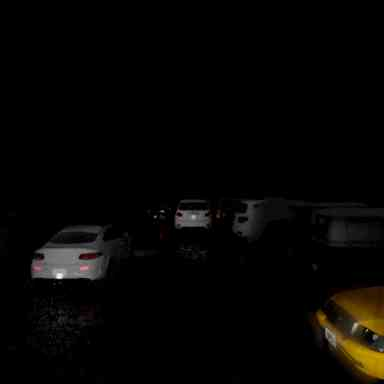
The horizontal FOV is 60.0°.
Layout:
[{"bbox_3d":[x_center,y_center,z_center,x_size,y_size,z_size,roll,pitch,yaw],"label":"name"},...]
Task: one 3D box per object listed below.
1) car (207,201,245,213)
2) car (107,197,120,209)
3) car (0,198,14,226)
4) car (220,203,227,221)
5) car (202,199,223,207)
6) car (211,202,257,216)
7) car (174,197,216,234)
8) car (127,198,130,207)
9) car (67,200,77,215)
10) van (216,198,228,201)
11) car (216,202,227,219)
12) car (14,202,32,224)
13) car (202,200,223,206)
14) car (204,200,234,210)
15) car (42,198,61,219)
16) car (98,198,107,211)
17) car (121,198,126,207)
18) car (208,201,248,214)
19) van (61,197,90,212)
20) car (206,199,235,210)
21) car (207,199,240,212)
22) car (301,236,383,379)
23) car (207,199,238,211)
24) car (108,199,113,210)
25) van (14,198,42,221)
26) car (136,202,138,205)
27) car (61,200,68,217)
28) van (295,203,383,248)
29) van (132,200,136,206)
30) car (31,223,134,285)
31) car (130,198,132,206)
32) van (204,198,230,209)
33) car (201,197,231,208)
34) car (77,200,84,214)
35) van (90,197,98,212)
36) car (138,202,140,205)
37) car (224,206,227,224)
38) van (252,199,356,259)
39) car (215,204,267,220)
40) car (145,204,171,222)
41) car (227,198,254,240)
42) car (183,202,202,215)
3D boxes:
[{"bbox_3d":[4.591,2.025,45.631,4.892,1.521,2.231,0,-1,0],"label":"car"},{"bbox_3d":[-15.557,1.927,55.509,5.566,2.045,2.435,0,-1,0],"label":"car"},{"bbox_3d":[-15.552,1.438,22.289,5.566,2.045,2.435,0,-1,0],"label":"car"},{"bbox_3d":[4.647,1.754,23.576,4.792,1.488,2.163,0,-1,0],"label":"car"},{"bbox_3d":[4.541,2.350,73.206,4.553,1.767,2.185,0,-1,0],"label":"car"},{"bbox_3d":[4.599,1.904,37.362,4.892,1.521,2.231,0,-1,0],"label":"car"},{"bbox_3d":[0.080,1.435,20.706,2.150,2.045,5.566,0,0,0],"label":"car"},{"bbox_3d":[-15.581,2.372,66.620,5.008,1.535,2.097,0,-1,0],"label":"car"},{"bbox_3d":[-15.553,1.904,36.178,4.792,1.488,2.163,0,-1,0],"label":"car"},{"bbox_3d":[4.490,1.638,34.484,4.442,1.987,1.878,0,-1,0],"label":"van"},{"bbox_3d":[4.609,1.759,26.334,4.892,1.521,2.231,0,-1,0],"label":"car"},{"bbox_3d":[-15.396,1.722,25.064,5.366,1.575,1.946,0,-1,0],"label":"car"},{"bbox_3d":[4.567,2.555,75.961,4.674,1.452,2.002,0,-1,0],"label":"car"},{"bbox_3d":[4.593,2.199,56.658,5.008,1.535,2.097,0,-1,0],"label":"car"},{"bbox_3d":[-15.553,1.545,30.623,5.566,2.045,2.435,0,-1,0],"label":"car"},{"bbox_3d":[-15.612,1.791,47.298,5.566,2.045,2.435,0,-1,0],"label":"car"},{"bbox_3d":[-15.615,2.026,61.193,5.566,2.045,2.435,0,-1,0],"label":"car"},{"bbox_3d":[4.594,1.983,42.874,4.892,1.521,2.231,0,-1,0],"label":"car"},{"bbox_3d":[-15.700,1.730,41.740,4.442,1.987,1.878,0,-1,0],"label":"van"},{"bbox_3d":[4.621,2.028,53.903,4.553,1.767,2.185,0,-1,0],"label":"car"},{"bbox_3d":[4.564,1.940,48.389,4.553,1.767,2.185,0,-1,0],"label":"car"},{"bbox_3d":[4.451,1.517,4.278,5.366,1.575,1.946,0,-1,0],"label":"car"},{"bbox_3d":[4.624,1.983,51.147,4.553,1.767,2.185,0,-1,0],"label":"car"},{"bbox_3d":[-15.582,2.172,52.786,4.674,1.452,2.002,0,-1,0],"label":"car"},{"bbox_3d":[-15.465,1.535,27.846,4.442,1.987,1.878,0,-1,0],"label":"van"},{"bbox_3d":[-15.620,2.428,77.869,4.553,1.767,2.185,0,-1,0],"label":"car"},{"bbox_3d":[-15.576,1.836,33.401,4.892,1.521,2.231,0,-1,0],"label":"car"},{"bbox_3d":[4.750,1.320,7.039,4.442,1.987,1.878,0,-1,0],"label":"van"},{"bbox_3d":[-15.471,2.288,74.962,4.442,1.987,1.878,0,-1,0],"label":"van"},{"bbox_3d":[-2.910,1.617,9.621,1.812,1.442,4.674,0,-1,0],"label":"car"},{"bbox_3d":[-15.618,2.298,69.525,4.553,1.767,2.185,0,-1,0],"label":"car"},{"bbox_3d":[4.468,2.019,59.419,4.442,1.987,1.878,0,-1,0],"label":"van"},{"bbox_3d":[4.608,2.087,64.934,5.566,2.045,2.435,0,-1,0],"label":"car"},{"bbox_3d":[-15.580,1.953,38.832,4.674,1.452,2.002,0,-1,0],"label":"car"},{"bbox_3d":[-15.467,1.772,44.517,4.442,1.987,1.878,0,-1,0],"label":"van"},{"bbox_3d":[-15.560,2.648,83.302,4.792,1.488,2.163,0,-1,0],"label":"car"},{"bbox_3d":[4.623,1.732,20.820,4.674,1.452,2.002,0,-1,0],"label":"car"},{"bbox_3d":[4.745,1.376,12.551,4.442,1.987,1.878,0,-1,0],"label":"van"},{"bbox_3d":[4.608,1.868,31.847,4.674,1.452,2.002,0,-1,0],"label":"car"},{"bbox_3d":[-2.927,1.803,29.029,2.128,1.511,4.902,0,-1,0],"label":"car"},{"bbox_3d":[4.654,1.379,15.309,5.566,2.045,2.435,0,-1,0],"label":"car"},{"bbox_3d":[0.062,1.971,41.395,2.128,1.511,4.902,0,-1,0],"label":"car"}]
